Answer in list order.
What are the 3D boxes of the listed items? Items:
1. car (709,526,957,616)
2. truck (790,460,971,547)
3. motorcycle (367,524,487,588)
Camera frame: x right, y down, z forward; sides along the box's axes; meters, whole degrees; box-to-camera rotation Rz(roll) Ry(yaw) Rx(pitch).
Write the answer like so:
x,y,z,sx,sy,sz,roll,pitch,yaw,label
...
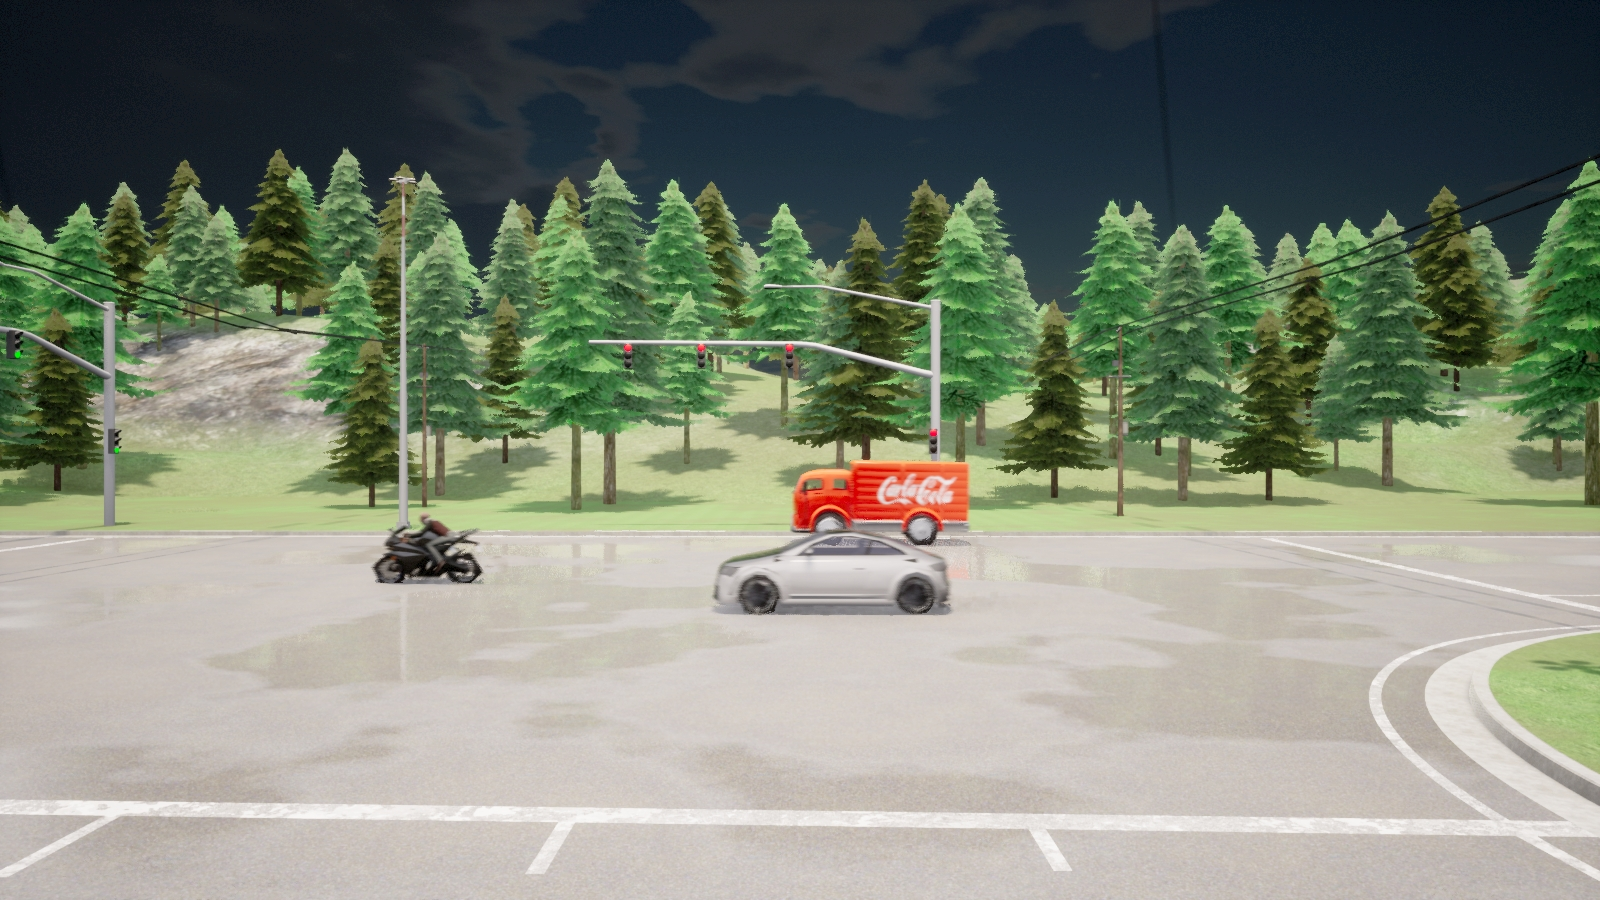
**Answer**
x,y,z,sx,sy,sz,roll,pitch,yaw,label
0.564,2.105,20.227,4.181,1.385,1.994,0,0,0,car
2.332,1.551,34.216,5.204,2.467,2.627,0,0,0,truck
-7.748,2.189,23.778,2.209,1.251,0.867,0,0,0,motorcycle
